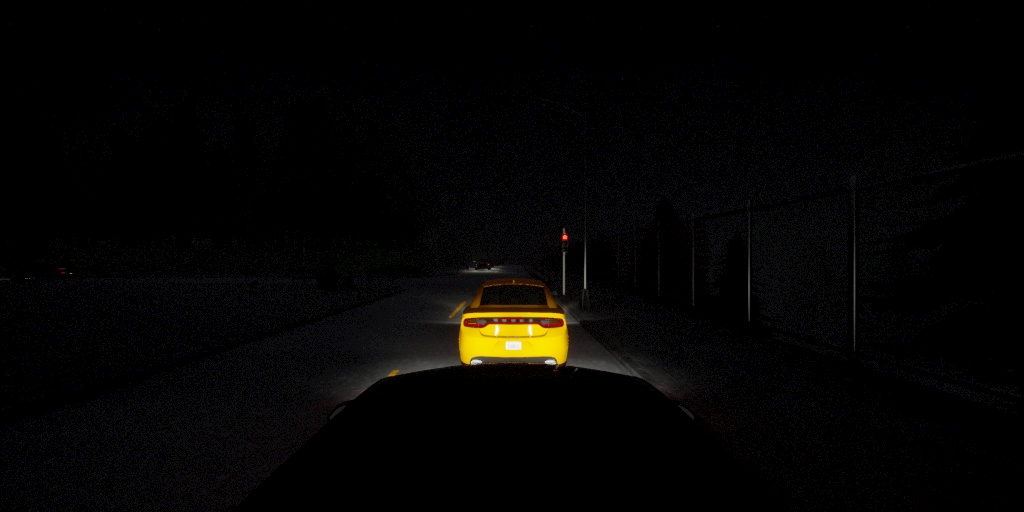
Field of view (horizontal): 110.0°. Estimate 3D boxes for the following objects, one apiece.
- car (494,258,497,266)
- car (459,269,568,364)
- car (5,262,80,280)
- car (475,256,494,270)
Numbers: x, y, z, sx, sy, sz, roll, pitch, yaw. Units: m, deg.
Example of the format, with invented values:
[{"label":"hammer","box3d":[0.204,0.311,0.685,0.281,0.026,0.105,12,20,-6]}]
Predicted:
[{"label":"car","box3d":[-4.109,1.351,62.236,1.895,1.301,4.718,0,0,0]},{"label":"car","box3d":[0.043,1.228,7.991,1.882,1.535,5.008,0,0,0]},{"label":"car","box3d":[-40.767,1.255,31.191,4.892,1.490,1.837,0,0,0]},{"label":"car","box3d":[-4.123,1.102,51.959,2.097,1.767,4.553,0,0,0]}]
